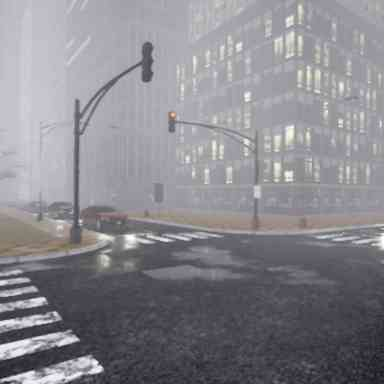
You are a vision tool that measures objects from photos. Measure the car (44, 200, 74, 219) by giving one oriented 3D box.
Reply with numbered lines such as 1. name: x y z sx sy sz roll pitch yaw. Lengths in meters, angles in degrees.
1. car: -11.756 1.598 30.360 1.837 1.490 4.892 1 0 -35

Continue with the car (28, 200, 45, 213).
1. car: -17.810 1.641 38.949 2.033 1.411 5.357 1 0 -35

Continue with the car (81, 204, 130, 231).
1. car: -5.751 1.570 21.820 1.882 1.535 5.008 1 0 -35
